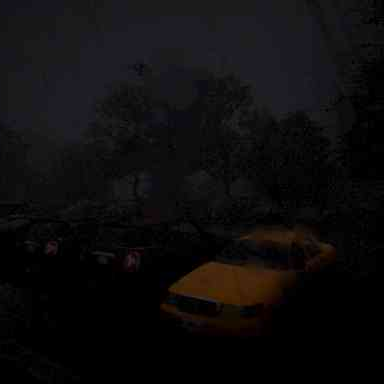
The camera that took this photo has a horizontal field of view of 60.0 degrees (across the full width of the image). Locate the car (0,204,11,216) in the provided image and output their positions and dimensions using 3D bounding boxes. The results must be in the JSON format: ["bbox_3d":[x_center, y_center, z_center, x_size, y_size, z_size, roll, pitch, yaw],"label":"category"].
[{"bbox_3d":[-26.657,2.387,43.361,2.231,1.521,4.892,-2,-1,36],"label":"car"}]

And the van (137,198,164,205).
[{"bbox_3d":[-1.828,1.435,25.747,1.878,1.987,4.442,-1,0,36],"label":"van"}]

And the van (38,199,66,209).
[{"bbox_3d":[-13.076,1.731,33.795,1.878,1.987,4.442,-2,-1,36],"label":"van"}]

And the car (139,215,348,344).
[{"bbox_3d":[1.559,1.525,6.870,1.946,1.575,5.366,-1,0,36],"label":"car"}]

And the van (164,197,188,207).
[{"bbox_3d":[0.323,1.409,24.208,1.878,1.987,4.442,-1,0,36],"label":"van"}]

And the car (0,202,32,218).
[{"bbox_3d":[-22.169,2.117,40.119,2.185,1.767,4.553,-2,-1,36],"label":"car"}]

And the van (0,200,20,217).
[{"bbox_3d":[-24.337,2.089,41.852,1.878,1.987,4.442,-2,-1,36],"label":"van"}]

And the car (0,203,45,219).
[{"bbox_3d":[-20.001,2.174,38.600,2.097,1.535,5.008,-2,-1,36],"label":"car"}]

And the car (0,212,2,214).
[{"bbox_3d":[-7.362,1.677,13.484,2.002,1.452,4.674,-1,0,36],"label":"car"}]

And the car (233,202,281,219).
[{"bbox_3d":[4.861,1.579,20.811,2.097,1.535,5.008,-1,0,36],"label":"car"}]

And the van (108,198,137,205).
[{"bbox_3d":[-4.324,1.463,27.247,1.878,1.987,4.442,-1,-1,36],"label":"van"}]

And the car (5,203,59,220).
[{"bbox_3d":[-17.646,2.100,36.915,2.097,1.535,5.008,-2,-1,36],"label":"car"}]

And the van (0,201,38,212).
[{"bbox_3d":[-9.692,1.438,15.004,1.878,1.987,4.442,-1,0,36],"label":"van"}]

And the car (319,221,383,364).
[{"bbox_3d":[3.921,1.502,5.400,2.231,1.521,4.892,-1,0,36],"label":"car"}]

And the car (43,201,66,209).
[{"bbox_3d":[-10.993,1.882,31.935,1.946,1.575,5.366,-2,-1,36],"label":"car"}]

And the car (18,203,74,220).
[{"bbox_3d":[-15.394,2.029,35.303,2.231,1.521,4.892,-2,-1,36],"label":"car"}]

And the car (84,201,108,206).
[{"bbox_3d":[-6.380,1.741,28.867,2.097,1.535,5.008,-2,-1,36],"label":"car"}]

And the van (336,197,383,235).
[{"bbox_3d":[9.335,1.300,17.761,1.878,1.987,4.442,-1,0,36],"label":"van"}]

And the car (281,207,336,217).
[{"bbox_3d":[7.117,1.592,19.201,2.002,1.452,4.674,-1,0,36],"label":"car"}]

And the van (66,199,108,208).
[{"bbox_3d":[-8.708,1.587,30.383,1.878,1.987,4.442,-2,-1,36],"label":"van"}]

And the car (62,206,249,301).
[{"bbox_3d":[-0.610,1.429,8.611,2.185,1.767,4.553,-1,0,36],"label":"car"}]

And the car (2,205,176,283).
[{"bbox_3d":[-2.868,1.457,10.227,2.185,1.767,4.553,-1,0,36],"label":"car"}]

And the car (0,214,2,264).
[{"bbox_3d":[-5.110,1.609,11.862,2.097,1.535,5.008,-1,0,36],"label":"car"}]

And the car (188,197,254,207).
[{"bbox_3d":[2.492,1.356,22.478,2.435,2.045,5.566,-1,0,36],"label":"car"}]
